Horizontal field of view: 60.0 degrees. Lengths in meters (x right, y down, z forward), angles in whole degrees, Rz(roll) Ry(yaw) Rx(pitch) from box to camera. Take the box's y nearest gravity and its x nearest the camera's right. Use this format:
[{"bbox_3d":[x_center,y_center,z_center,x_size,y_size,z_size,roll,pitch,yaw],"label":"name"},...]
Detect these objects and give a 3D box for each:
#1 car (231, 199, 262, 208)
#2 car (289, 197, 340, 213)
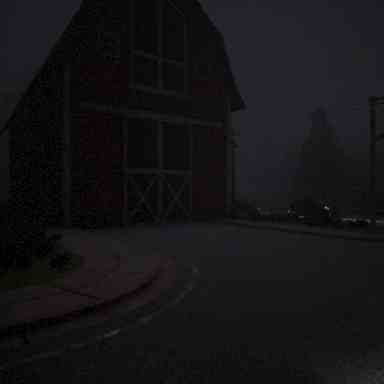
[{"bbox_3d":[5.757,1.532,37.438,2.128,1.511,4.902,0,0,-34],"label":"car"},{"bbox_3d":[10.936,1.392,29.884,2.097,1.767,4.553,0,0,-34],"label":"car"}]
